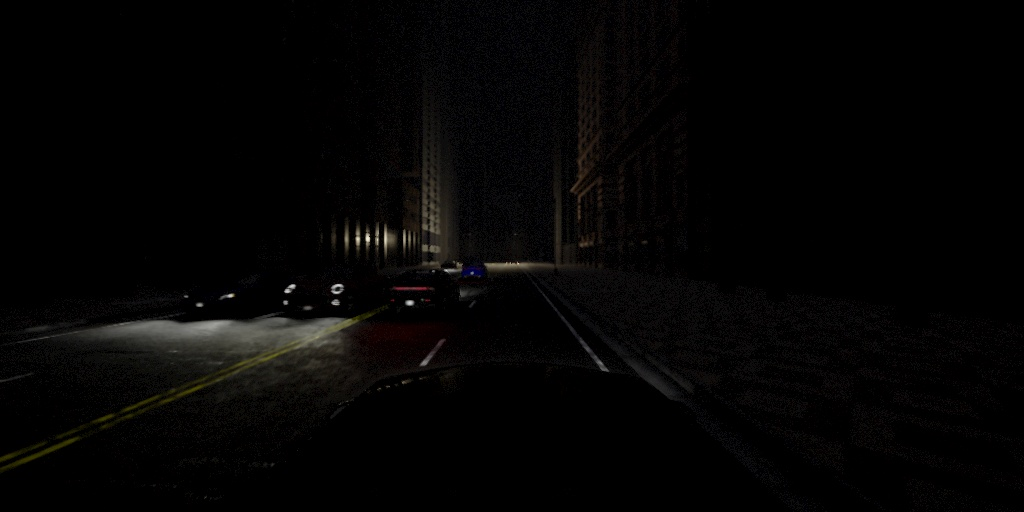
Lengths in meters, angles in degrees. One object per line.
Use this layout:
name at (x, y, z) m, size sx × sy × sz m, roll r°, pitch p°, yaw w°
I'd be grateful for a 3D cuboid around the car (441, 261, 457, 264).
car at (-9.818, 1.358, 55.803) m, size 1.895 × 1.301 × 4.718 m, roll 0°, pitch 0°, yaw 1°

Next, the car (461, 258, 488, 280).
car at (-3.172, 1.201, 30.889) m, size 1.882 × 1.535 × 5.008 m, roll 0°, pitch 0°, yaw 0°

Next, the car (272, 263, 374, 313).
car at (-6.605, 1.088, 13.828) m, size 2.097 × 1.767 × 4.553 m, roll 0°, pitch 0°, yaw 0°

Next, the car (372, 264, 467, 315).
car at (-3.155, 1.228, 13.487) m, size 2.128 × 1.511 × 4.902 m, roll 0°, pitch 0°, yaw 0°

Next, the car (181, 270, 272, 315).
car at (-9.854, 1.262, 13.643) m, size 1.812 × 1.442 × 4.674 m, roll 0°, pitch 0°, yaw 0°

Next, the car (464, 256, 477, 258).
car at (-6.568, 0.978, 56.402) m, size 2.150 × 2.045 × 5.566 m, roll 0°, pitch 0°, yaw 1°
